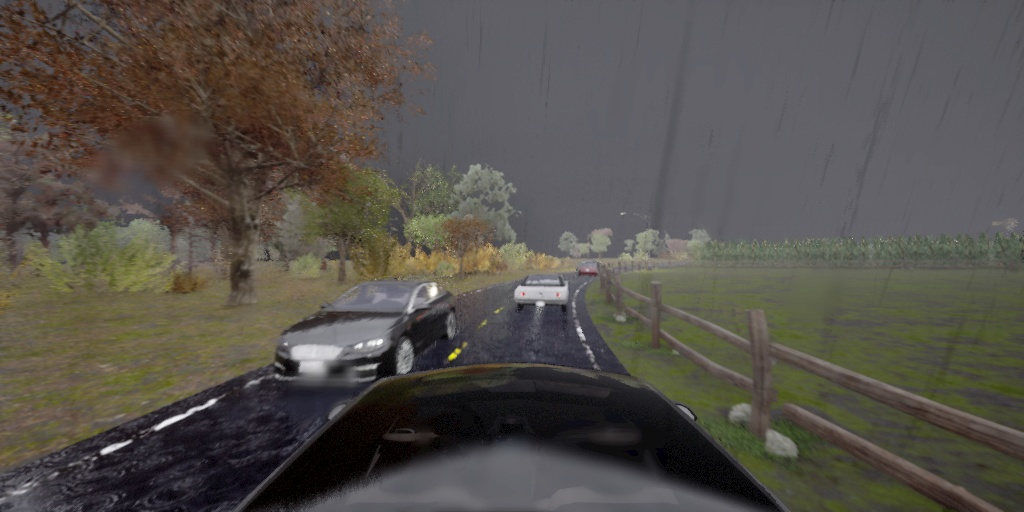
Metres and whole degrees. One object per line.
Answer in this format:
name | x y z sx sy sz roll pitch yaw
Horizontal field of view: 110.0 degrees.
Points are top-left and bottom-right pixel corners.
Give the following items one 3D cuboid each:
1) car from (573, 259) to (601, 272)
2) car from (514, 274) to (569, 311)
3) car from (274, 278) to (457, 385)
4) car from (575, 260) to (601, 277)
car | 9.595 1.188 45.392 1.882 1.535 5.008 0 0 31
car | 1.354 1.369 14.637 1.895 1.301 4.718 0 0 9
car | -2.458 1.242 7.260 2.128 1.511 4.902 0 0 5
car | 8.008 1.293 36.001 1.994 1.385 4.181 0 0 24
